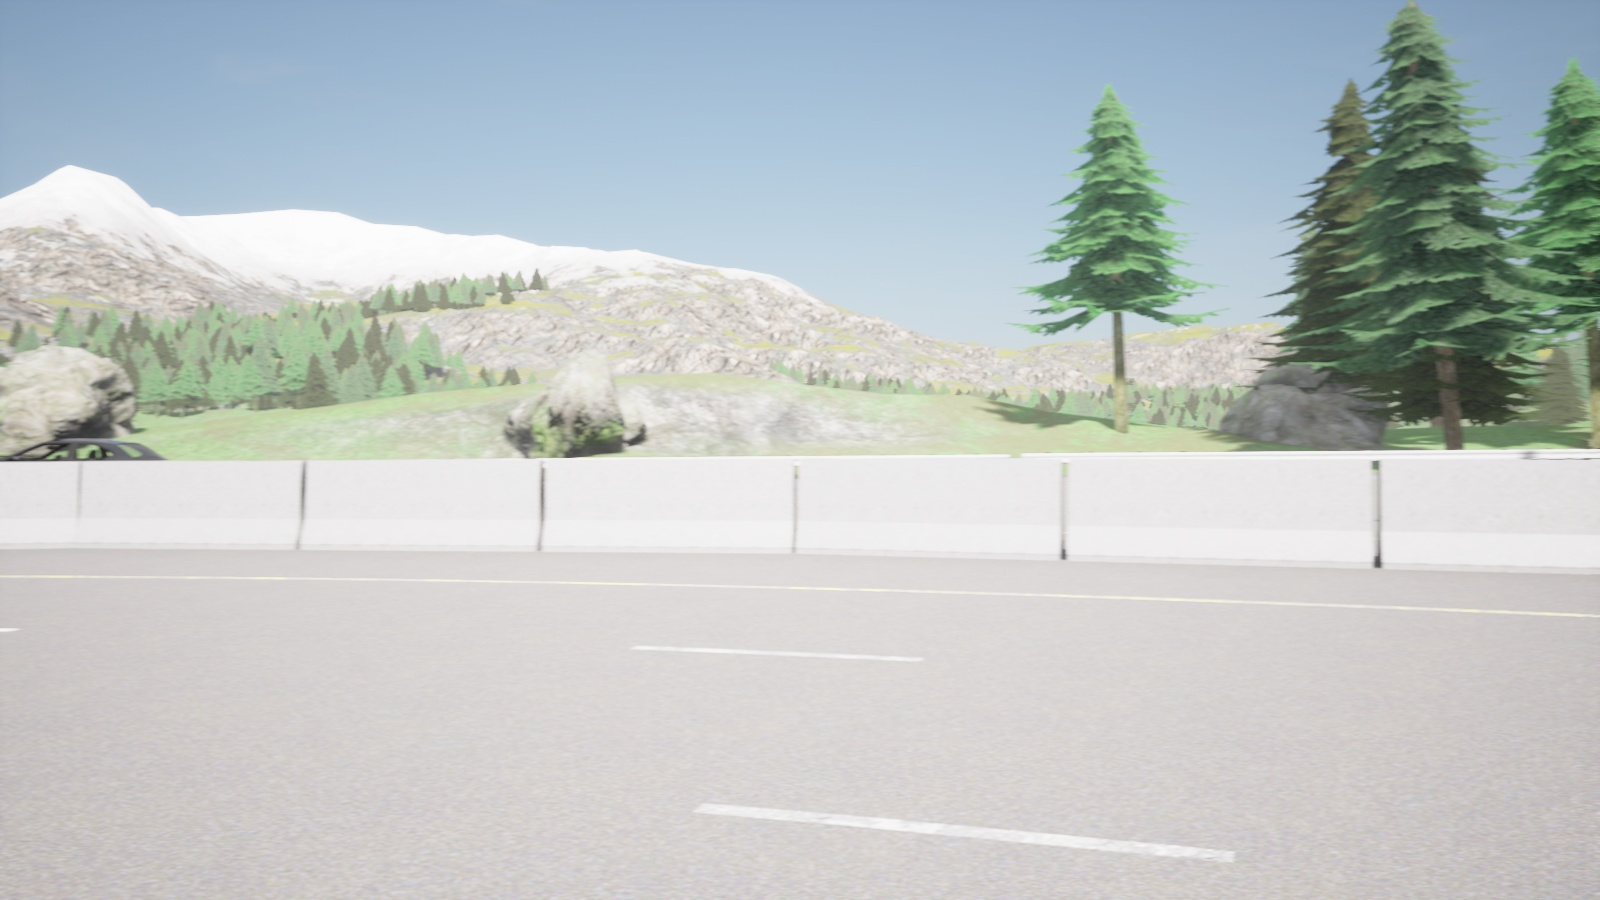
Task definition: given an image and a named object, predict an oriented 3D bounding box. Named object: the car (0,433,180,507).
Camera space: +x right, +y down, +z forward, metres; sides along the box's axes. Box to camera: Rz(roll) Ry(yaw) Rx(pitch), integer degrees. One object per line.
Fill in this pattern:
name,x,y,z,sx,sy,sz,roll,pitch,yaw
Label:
car,-15.532,0.393,26.280,4.193,1.474,1.816,0,1,-1
